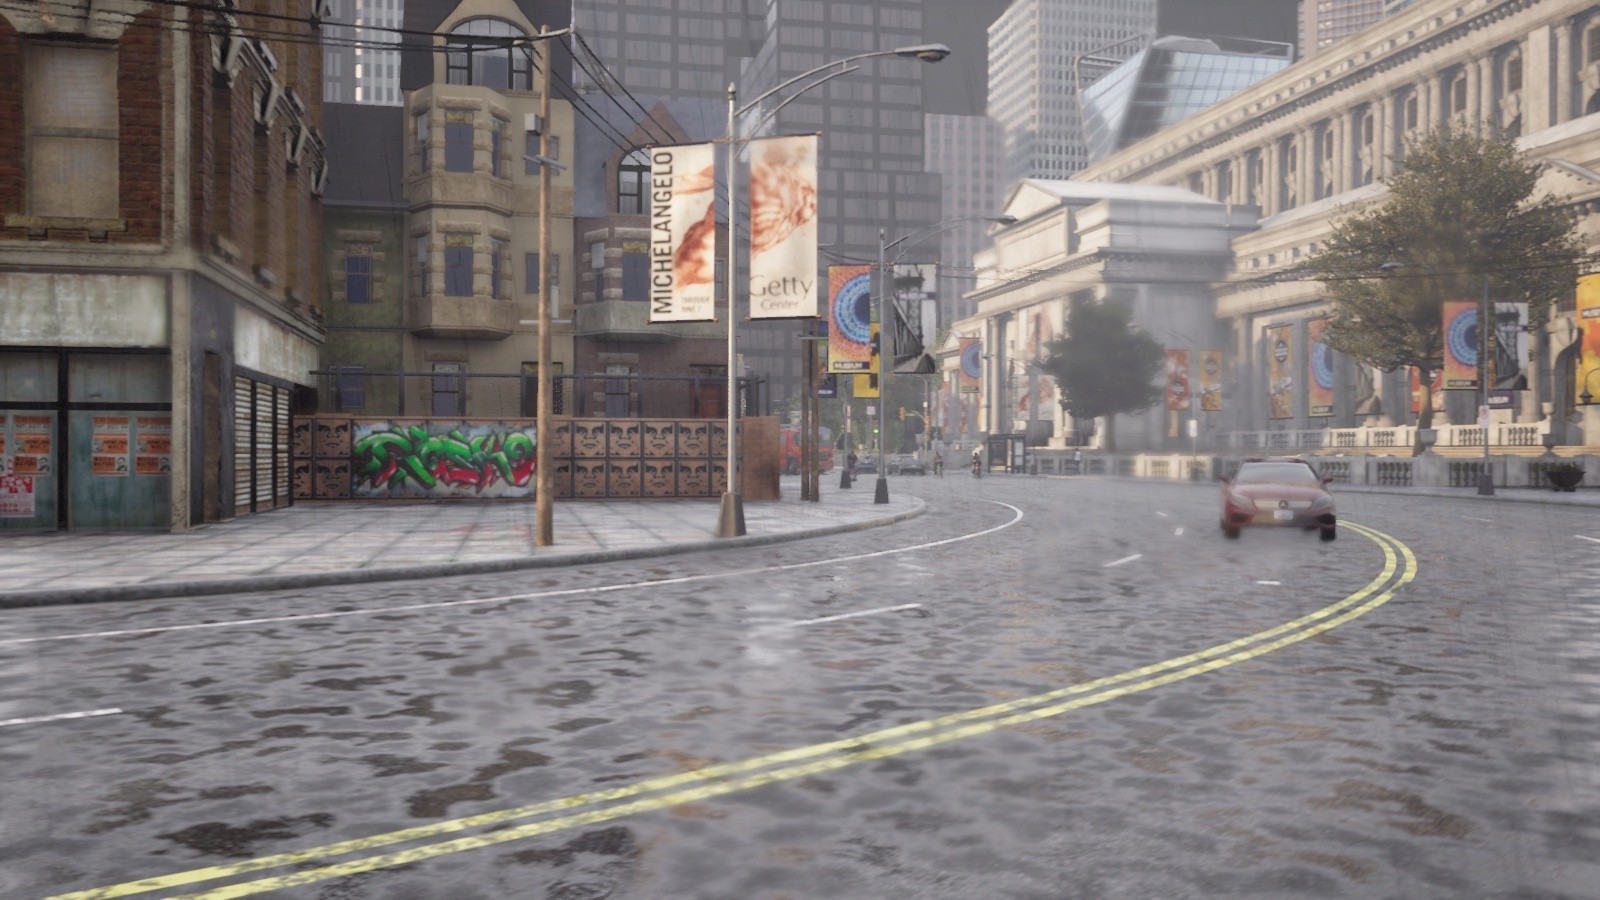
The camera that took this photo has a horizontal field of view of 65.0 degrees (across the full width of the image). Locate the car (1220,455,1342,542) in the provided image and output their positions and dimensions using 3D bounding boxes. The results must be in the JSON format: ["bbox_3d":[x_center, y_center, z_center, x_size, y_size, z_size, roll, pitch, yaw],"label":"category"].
[{"bbox_3d":[8.911,0.825,23.575,1.812,1.442,4.674,0,0,17],"label":"car"}]

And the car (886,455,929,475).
[{"bbox_3d":[7.928,1.098,92.954,1.994,1.385,4.181,0,0,-12],"label":"car"}]

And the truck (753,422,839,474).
[{"bbox_3d":[-0.407,-0.095,96.750,2.891,3.827,8.468,0,0,-29],"label":"truck"}]
